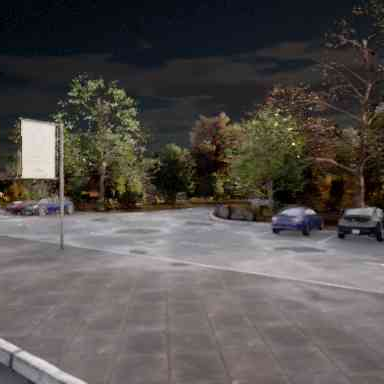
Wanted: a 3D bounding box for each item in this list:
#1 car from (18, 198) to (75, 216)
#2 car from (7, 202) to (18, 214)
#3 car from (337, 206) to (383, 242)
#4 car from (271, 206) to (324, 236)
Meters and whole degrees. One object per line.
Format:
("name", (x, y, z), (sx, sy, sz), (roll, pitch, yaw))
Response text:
("car", (-13.917, 1.356, 32.523), (2.185, 1.767, 4.553), (0, 0, 35))
("car", (-16.540, 1.526, 34.305), (2.002, 1.452, 4.674), (0, 0, 35))
("car", (8.535, 1.457, 16.450), (2.231, 1.521, 4.892), (0, 0, 36))
("car", (5.870, 1.499, 18.356), (2.002, 1.452, 4.674), (0, 0, 36))
